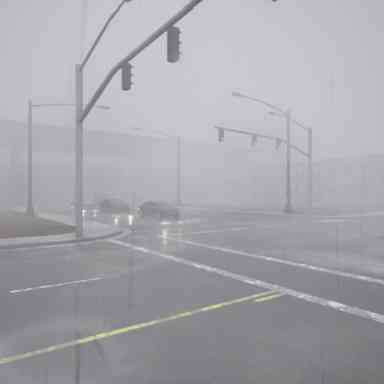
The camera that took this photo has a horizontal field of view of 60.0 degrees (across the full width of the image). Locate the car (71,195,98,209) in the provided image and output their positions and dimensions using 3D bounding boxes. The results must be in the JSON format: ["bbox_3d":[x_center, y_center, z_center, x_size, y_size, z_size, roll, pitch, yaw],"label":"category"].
[{"bbox_3d":[-14.259,1.524,44.295,1.812,1.442,4.674,0,0,-32],"label":"car"}]

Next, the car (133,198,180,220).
[{"bbox_3d":[-2.878,1.503,28.436,1.837,1.490,4.892,0,0,-36],"label":"car"}]

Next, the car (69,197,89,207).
[{"bbox_3d":[-18.304,1.545,54.173,2.033,1.411,5.357,0,0,-8],"label":"car"}]

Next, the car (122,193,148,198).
[{"bbox_3d":[-12.289,1.218,69.192,2.150,2.045,5.566,0,0,30],"label":"car"}]

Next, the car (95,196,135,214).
[{"bbox_3d":[-8.458,1.475,36.008,1.882,1.535,5.008,0,0,-36],"label":"car"}]

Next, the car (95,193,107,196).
[{"bbox_3d":[-14.924,1.220,54.797,2.150,2.045,5.566,0,0,-10],"label":"car"}]
